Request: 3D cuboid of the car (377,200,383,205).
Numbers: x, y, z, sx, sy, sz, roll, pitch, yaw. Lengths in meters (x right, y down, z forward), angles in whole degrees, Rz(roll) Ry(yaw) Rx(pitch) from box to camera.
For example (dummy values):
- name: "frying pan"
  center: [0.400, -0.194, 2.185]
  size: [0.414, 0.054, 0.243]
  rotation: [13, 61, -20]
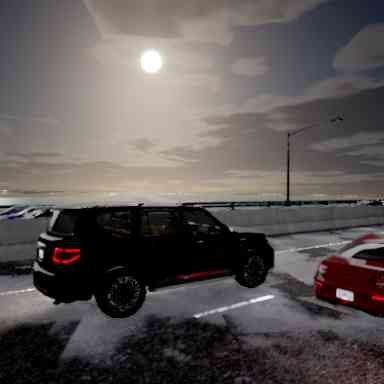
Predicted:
- name: "car"
  center: [27.109, 1.736, 44.242]
  size: [4.892, 1.490, 1.837]
  rotation: [1, 0, -34]

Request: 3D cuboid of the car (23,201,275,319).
- name: "car"
  center: [-0.567, 1.240, 7.633]
  size: [5.566, 2.045, 2.150]
  rotation: [0, 0, -35]

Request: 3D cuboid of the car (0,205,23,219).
- name: "car"
  center: [-7.008, 1.520, 16.178]
  size: [4.892, 1.490, 1.837]
  rotation: [0, 0, -35]

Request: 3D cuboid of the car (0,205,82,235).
- name: "car"
  center: [-8.974, 1.540, 19.075]
  size: [4.674, 1.442, 1.812]
  rotation: [0, 0, -35]

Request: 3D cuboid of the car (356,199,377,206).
- name: "car"
  center: [25.144, 1.722, 47.135]
  size: [4.902, 1.511, 2.128]
  rotation: [0, 0, -34]

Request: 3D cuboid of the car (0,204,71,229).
- name: "car"
  center: [-11.040, 1.561, 21.903]
  size: [5.357, 1.411, 2.033]
  rotation: [0, 0, -35]

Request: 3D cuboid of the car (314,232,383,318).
- name: "car"
  center: [4.431, 1.563, 6.884]
  size: [4.674, 1.442, 1.812]
  rotation: [0, 0, -35]
